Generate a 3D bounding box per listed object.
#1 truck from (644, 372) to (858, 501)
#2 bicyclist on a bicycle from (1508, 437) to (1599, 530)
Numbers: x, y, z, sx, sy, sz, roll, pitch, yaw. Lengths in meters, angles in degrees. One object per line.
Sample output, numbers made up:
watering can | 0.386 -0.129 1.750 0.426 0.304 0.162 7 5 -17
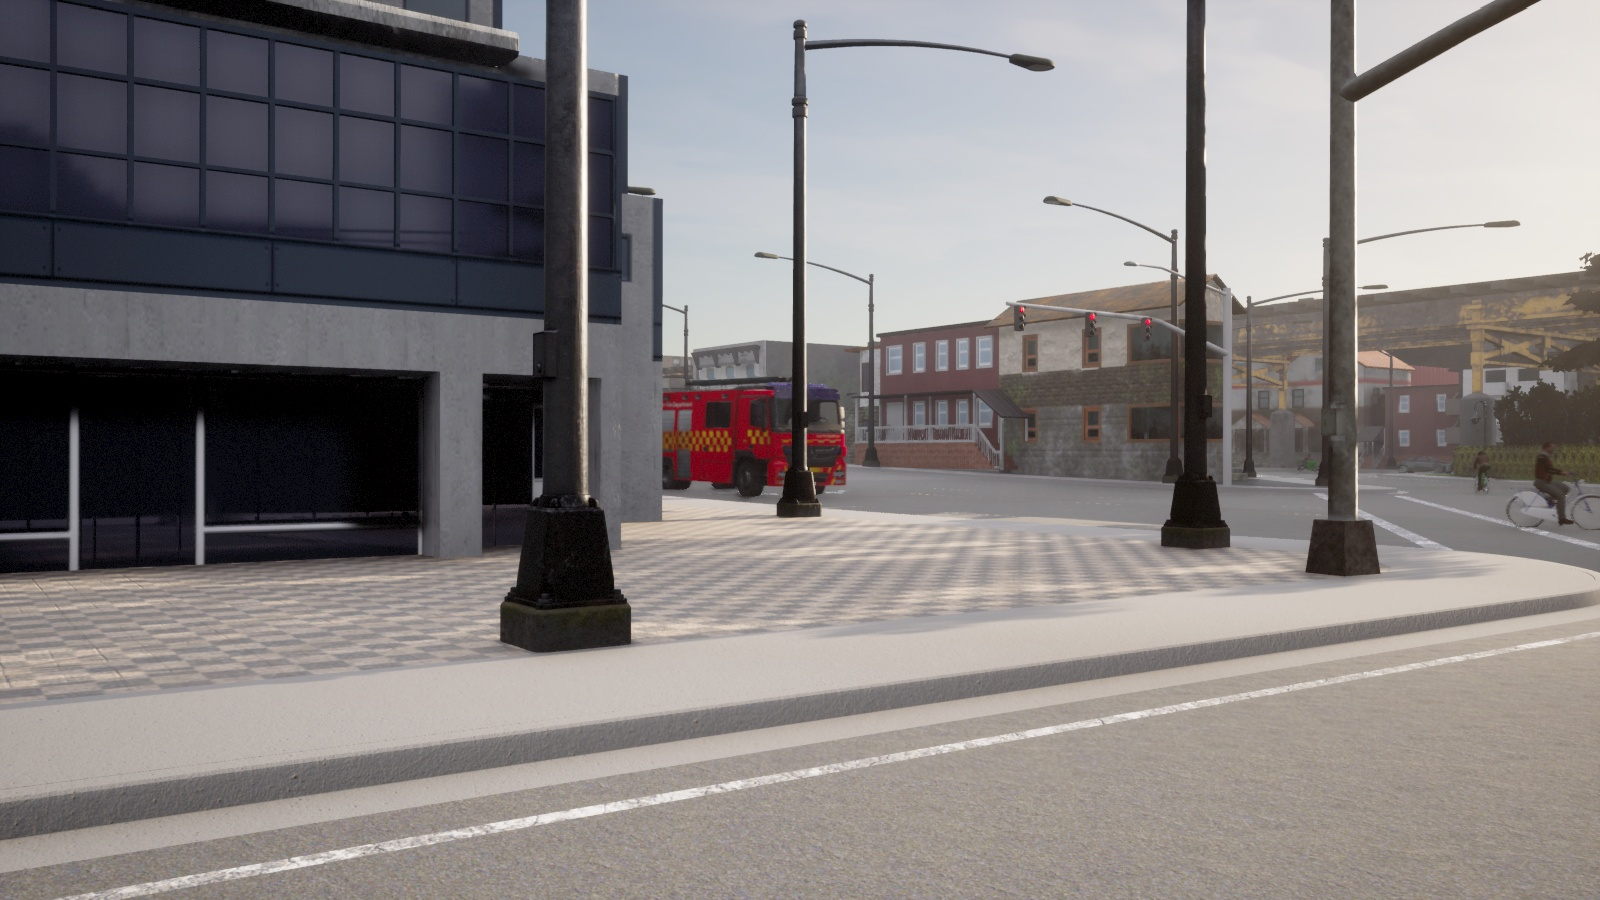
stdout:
truck | -1.854 -0.471 41.510 2.891 3.827 8.468 0 1 -35
bicyclist on a bicycle | 15.025 0.644 24.676 1.843 1.776 0.659 -1 -1 42
